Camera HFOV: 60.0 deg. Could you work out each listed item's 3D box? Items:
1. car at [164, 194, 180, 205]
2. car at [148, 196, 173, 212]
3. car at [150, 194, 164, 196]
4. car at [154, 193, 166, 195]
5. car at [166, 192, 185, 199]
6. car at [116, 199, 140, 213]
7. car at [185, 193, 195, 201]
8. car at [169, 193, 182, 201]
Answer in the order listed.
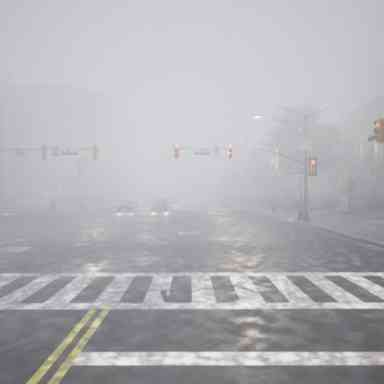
[{"bbox_3d":[-3.644,1.508,60.108,1.812,1.442,4.674,0,0,0],"label":"car"},{"bbox_3d":[-3.637,1.493,38.855,1.837,1.490,4.892,0,0,0],"label":"car"},{"bbox_3d":[-7.144,1.529,63.095,2.033,1.411,5.357,0,0,0],"label":"car"},{"bbox_3d":[-7.568,1.504,73.660,2.128,1.511,4.902,0,0,-7],"label":"car"},{"bbox_3d":[-4.323,1.330,86.258,2.097,1.767,4.553,0,0,-29],"label":"car"},{"bbox_3d":[-7.136,1.536,37.598,2.033,1.411,5.357,0,0,0],"label":"car"},{"bbox_3d":[-1.280,1.199,87.962,2.150,2.045,5.566,0,0,-29],"label":"car"},{"bbox_3d":[-4.016,1.518,73.557,2.033,1.411,5.357,0,0,-7],"label":"car"}]
